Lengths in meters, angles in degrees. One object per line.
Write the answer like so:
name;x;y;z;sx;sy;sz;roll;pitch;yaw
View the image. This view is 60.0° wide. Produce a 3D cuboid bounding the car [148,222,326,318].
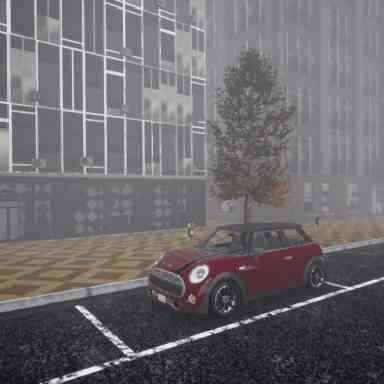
car;1.059;1.439;7.323;4.097;1.590;1.967;0;-1;-35
